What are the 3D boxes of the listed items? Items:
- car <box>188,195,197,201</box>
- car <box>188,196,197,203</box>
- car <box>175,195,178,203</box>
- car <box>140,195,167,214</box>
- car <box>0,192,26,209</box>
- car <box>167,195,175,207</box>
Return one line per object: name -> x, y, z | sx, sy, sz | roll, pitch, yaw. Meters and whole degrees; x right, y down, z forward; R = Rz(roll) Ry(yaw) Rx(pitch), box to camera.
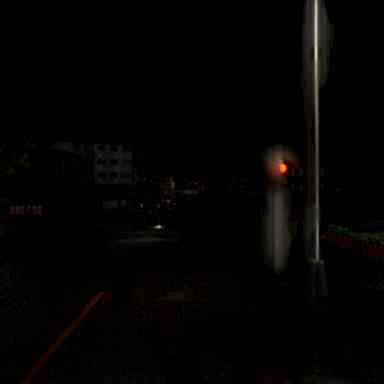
car -> 0.112, 1.477, 77.075 | 1.895, 1.301, 4.718 | 0, 0, 0
car -> 0.096, 1.456, 66.480 | 2.033, 1.411, 5.357 | 0, 0, 0
car -> -3.902, 1.397, 68.823 | 2.128, 1.511, 4.902 | 0, 0, 0
car -> -4.048, 1.305, 34.122 | 2.097, 1.767, 4.553 | 0, 0, 0
car -> -19.707, 0.937, 35.283 | 1.905, 1.878, 3.866 | 0, 0, 35
car -> -4.019, 1.285, 48.545 | 2.097, 1.767, 4.553 | 0, 0, 0
